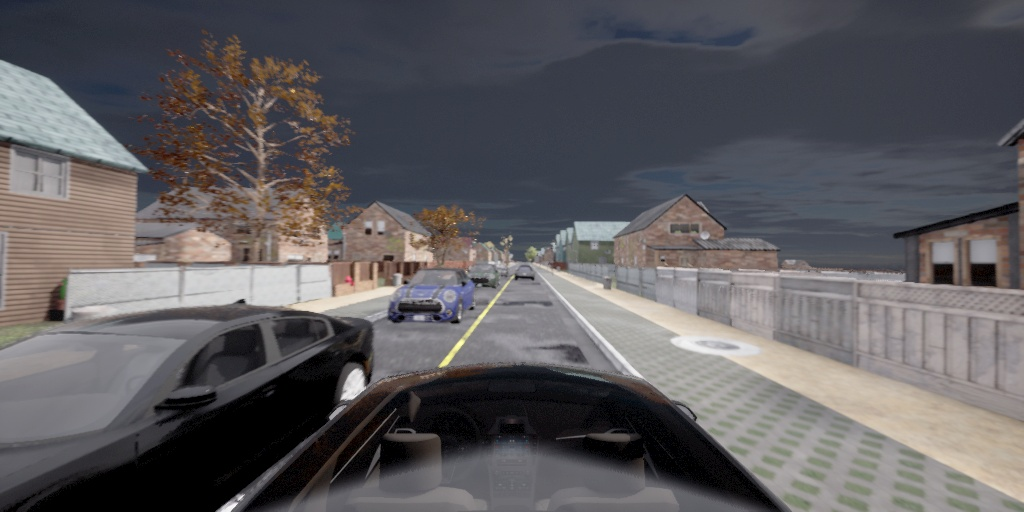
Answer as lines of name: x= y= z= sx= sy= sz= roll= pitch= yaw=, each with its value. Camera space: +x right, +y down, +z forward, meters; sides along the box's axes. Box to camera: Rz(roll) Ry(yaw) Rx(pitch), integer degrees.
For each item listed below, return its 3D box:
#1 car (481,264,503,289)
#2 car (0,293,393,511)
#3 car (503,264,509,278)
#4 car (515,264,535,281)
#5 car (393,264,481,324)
car: x=-2.006 y=1.328 z=25.343 sx=2.097 sy=1.767 sz=4.553 roll=1 pitch=-1 yaw=2
car: x=-2.908 y=1.202 z=2.949 sx=1.882 sy=1.535 sz=5.008 roll=1 pitch=-1 yaw=3
car: x=-1.359 y=1.674 z=39.963 sx=2.128 sy=1.511 sz=4.902 roll=1 pitch=-1 yaw=2
car: x=1.294 y=1.698 z=35.930 sx=1.994 sy=1.385 sz=4.181 roll=1 pitch=-1 yaw=3
car: x=-2.527 y=1.183 z=12.336 sx=2.097 sy=1.767 sz=4.553 roll=1 pitch=-1 yaw=2
